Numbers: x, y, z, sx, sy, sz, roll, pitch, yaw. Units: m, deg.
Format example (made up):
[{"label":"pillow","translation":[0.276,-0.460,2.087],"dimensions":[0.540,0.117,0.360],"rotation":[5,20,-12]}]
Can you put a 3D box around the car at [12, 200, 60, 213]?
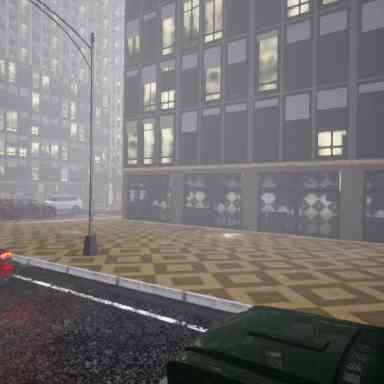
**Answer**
[{"label":"car","translation":[-18.338,1.643,39.293],"dimensions":[1.752,1.417,4.829],"rotation":[1,0,36]}]

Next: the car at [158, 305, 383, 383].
[{"label":"car","translation":[2.035,1.601,2.235],"dimensions":[4.718,1.301,1.895],"rotation":[0,0,35]}]

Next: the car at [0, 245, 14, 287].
[{"label":"car","translation":[-6.076,1.521,7.983],"dimensions":[4.674,1.442,1.812],"rotation":[0,0,35]}]

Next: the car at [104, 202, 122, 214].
[{"label":"car","translation":[-8.043,1.830,39.153],"dimensions":[1.752,1.417,4.829],"rotation":[1,0,36]}]

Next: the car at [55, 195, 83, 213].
[{"label":"car","translation":[-15.486,1.394,38.782],"dimensions":[2.150,2.045,5.566],"rotation":[1,0,36]}]

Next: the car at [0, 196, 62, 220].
[{"label":"car","translation":[-14.819,1.519,29.926],"dimensions":[2.192,1.841,5.009],"rotation":[1,0,36]}]
